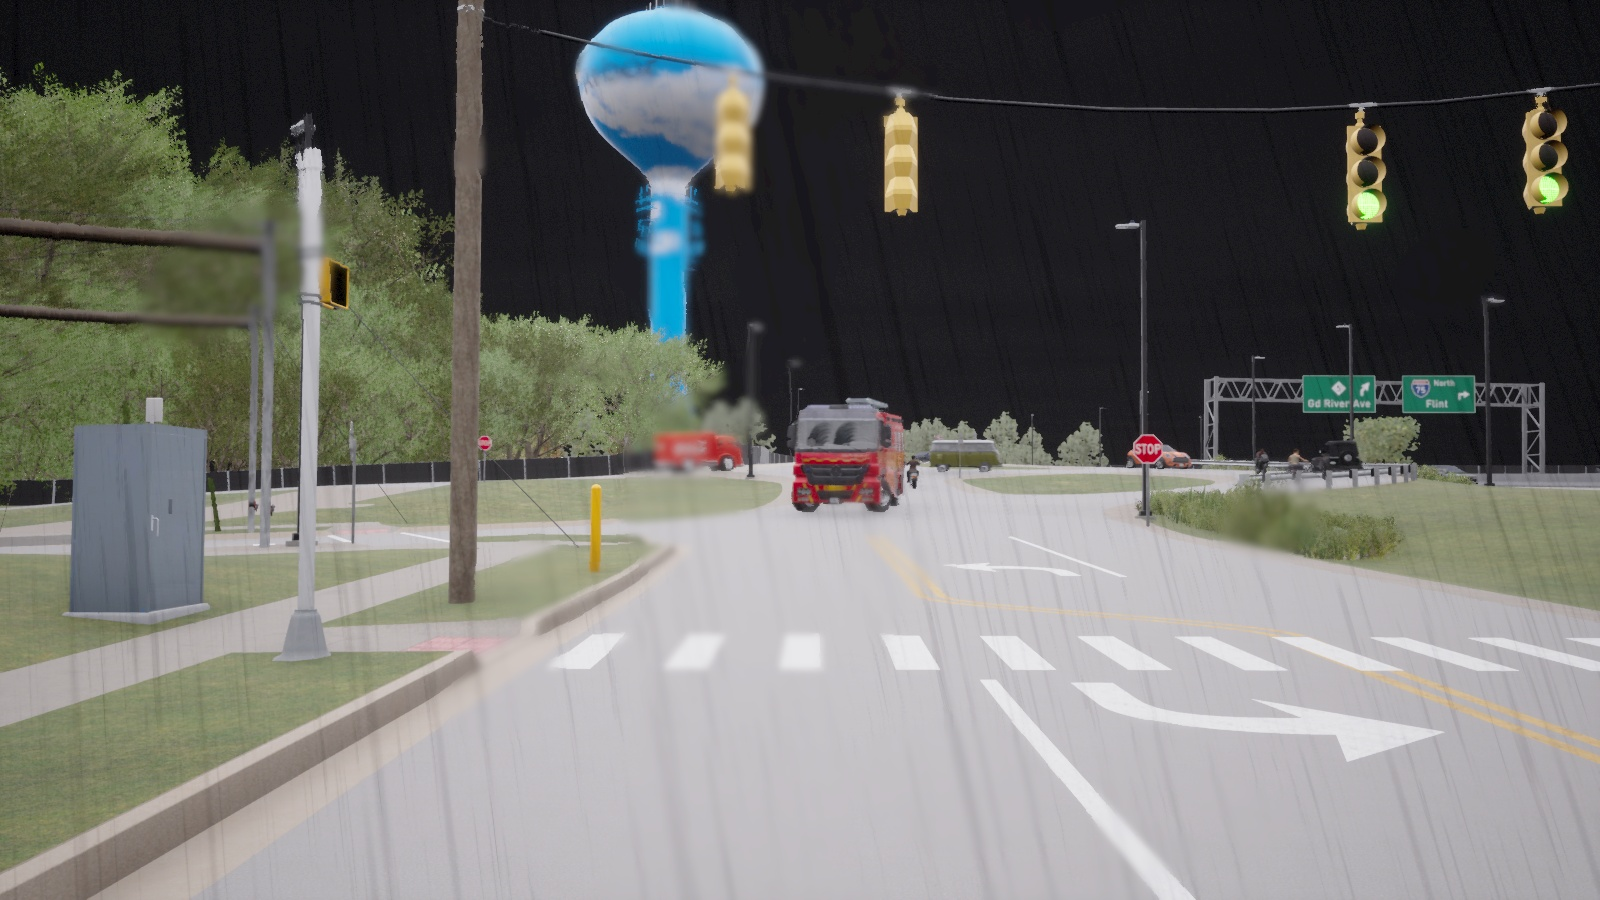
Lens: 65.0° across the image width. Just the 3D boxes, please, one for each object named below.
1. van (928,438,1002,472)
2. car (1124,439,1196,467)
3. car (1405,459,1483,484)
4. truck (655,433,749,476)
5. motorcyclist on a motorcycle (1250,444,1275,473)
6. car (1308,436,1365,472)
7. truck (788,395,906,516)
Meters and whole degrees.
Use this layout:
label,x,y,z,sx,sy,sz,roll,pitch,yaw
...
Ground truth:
label,x,y,z,sx,sy,sz,roll,pitch,yaw
van,10.098,0.303,77.067,4.442,1.987,1.775,0,2,5
car,23.502,0.190,82.120,2.097,1.767,4.553,0,0,-23
car,38.977,1.302,76.133,2.033,1.411,5.357,0,-1,1
truck,-6.112,0.268,78.305,5.204,2.467,2.627,-2,0,-23
motorcyclist on a motorcycle,25.345,0.446,68.856,0.797,1.523,2.044,-1,0,6
car,28.951,0.215,67.839,1.905,1.878,3.866,-1,0,8
truck,1.826,0.159,43.860,2.891,3.827,8.468,0,0,10
